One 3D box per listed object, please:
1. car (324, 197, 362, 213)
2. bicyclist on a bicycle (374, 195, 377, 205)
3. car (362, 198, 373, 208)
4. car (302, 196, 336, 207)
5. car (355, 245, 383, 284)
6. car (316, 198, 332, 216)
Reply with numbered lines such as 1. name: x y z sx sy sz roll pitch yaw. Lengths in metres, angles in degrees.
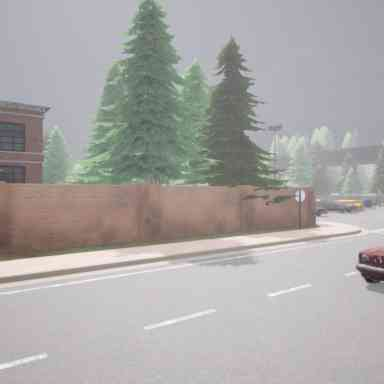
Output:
1. car: 15.450 1.547 36.959 2.033 1.411 5.357 0 0 -35
2. bicyclist on a bicycle: 30.148 1.299 54.262 1.656 1.620 0.582 0 0 -35
3. car: 22.191 1.476 45.969 1.882 1.535 5.008 0 0 -35
4. car: 20.649 1.491 54.231 2.128 1.511 4.902 0 0 -35
5. car: 6.160 1.600 8.376 4.718 1.301 1.895 0 0 -35
6. car: 10.284 1.547 32.116 2.033 1.411 5.357 0 0 -34
